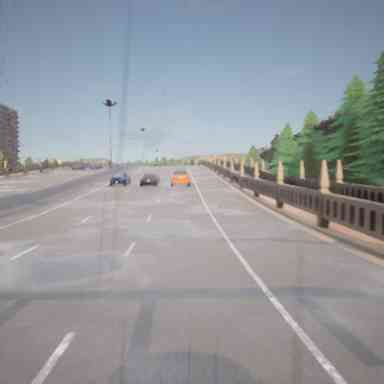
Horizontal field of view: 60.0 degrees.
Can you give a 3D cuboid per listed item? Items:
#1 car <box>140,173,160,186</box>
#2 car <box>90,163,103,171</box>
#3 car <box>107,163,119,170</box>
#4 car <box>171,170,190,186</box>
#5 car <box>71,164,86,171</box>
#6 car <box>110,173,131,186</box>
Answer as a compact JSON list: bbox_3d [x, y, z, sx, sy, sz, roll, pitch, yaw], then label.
[{"bbox_3d":[-4.805,-1.501,38.308,1.994,1.385,4.181,-1,7,-1],"label":"car"},{"bbox_3d":[-20.011,-5.370,69.858,1.882,1.535,5.008,-1,7,-2],"label":"car"},{"bbox_3d":[-16.513,-5.393,69.983,1.812,1.442,4.674,-1,7,-2],"label":"car"},{"bbox_3d":[-1.307,-1.760,38.235,2.097,1.767,4.553,-1,7,-1],"label":"car"},{"bbox_3d":[-23.472,-5.106,68.791,1.994,1.385,4.181,-1,7,-2],"label":"car"},{"bbox_3d":[-8.318,-1.535,38.685,1.812,1.442,4.674,-1,7,-1],"label":"car"}]
